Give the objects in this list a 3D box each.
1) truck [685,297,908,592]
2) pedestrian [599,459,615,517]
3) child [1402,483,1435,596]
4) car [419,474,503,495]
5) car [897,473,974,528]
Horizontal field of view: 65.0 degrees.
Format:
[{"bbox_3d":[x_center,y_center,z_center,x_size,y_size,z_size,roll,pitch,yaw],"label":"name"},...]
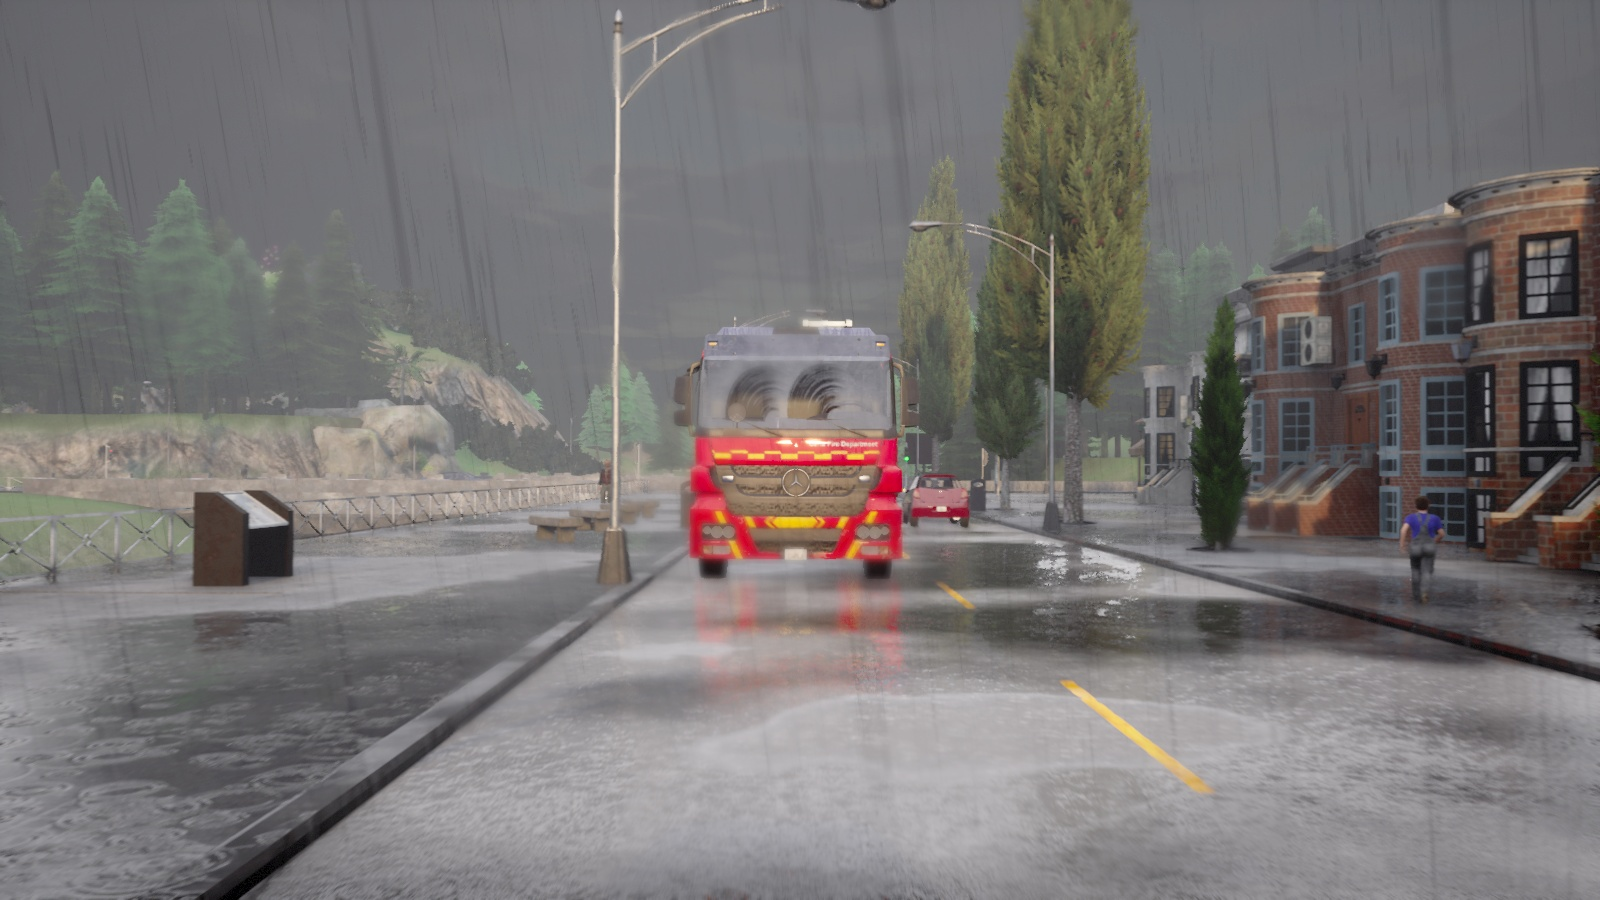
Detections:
[{"bbox_3d":[-0.059,-0.006,20.556,2.891,3.827,8.468,0,-1,0],"label":"truck"},{"bbox_3d":[-6.282,1.235,40.923,0.376,1.854,0.720,0,-1,4],"label":"pedestrian"},{"bbox_3d":[7.114,1.018,14.439,0.270,1.263,0.437,-1,-1,33],"label":"child"},{"bbox_3d":[-23.675,2.427,87.802,5.357,1.411,2.033,0,-1,0],"label":"car"},{"bbox_3d":[3.904,1.427,36.651,1.845,1.501,3.633,0,-1,0],"label":"car"}]
